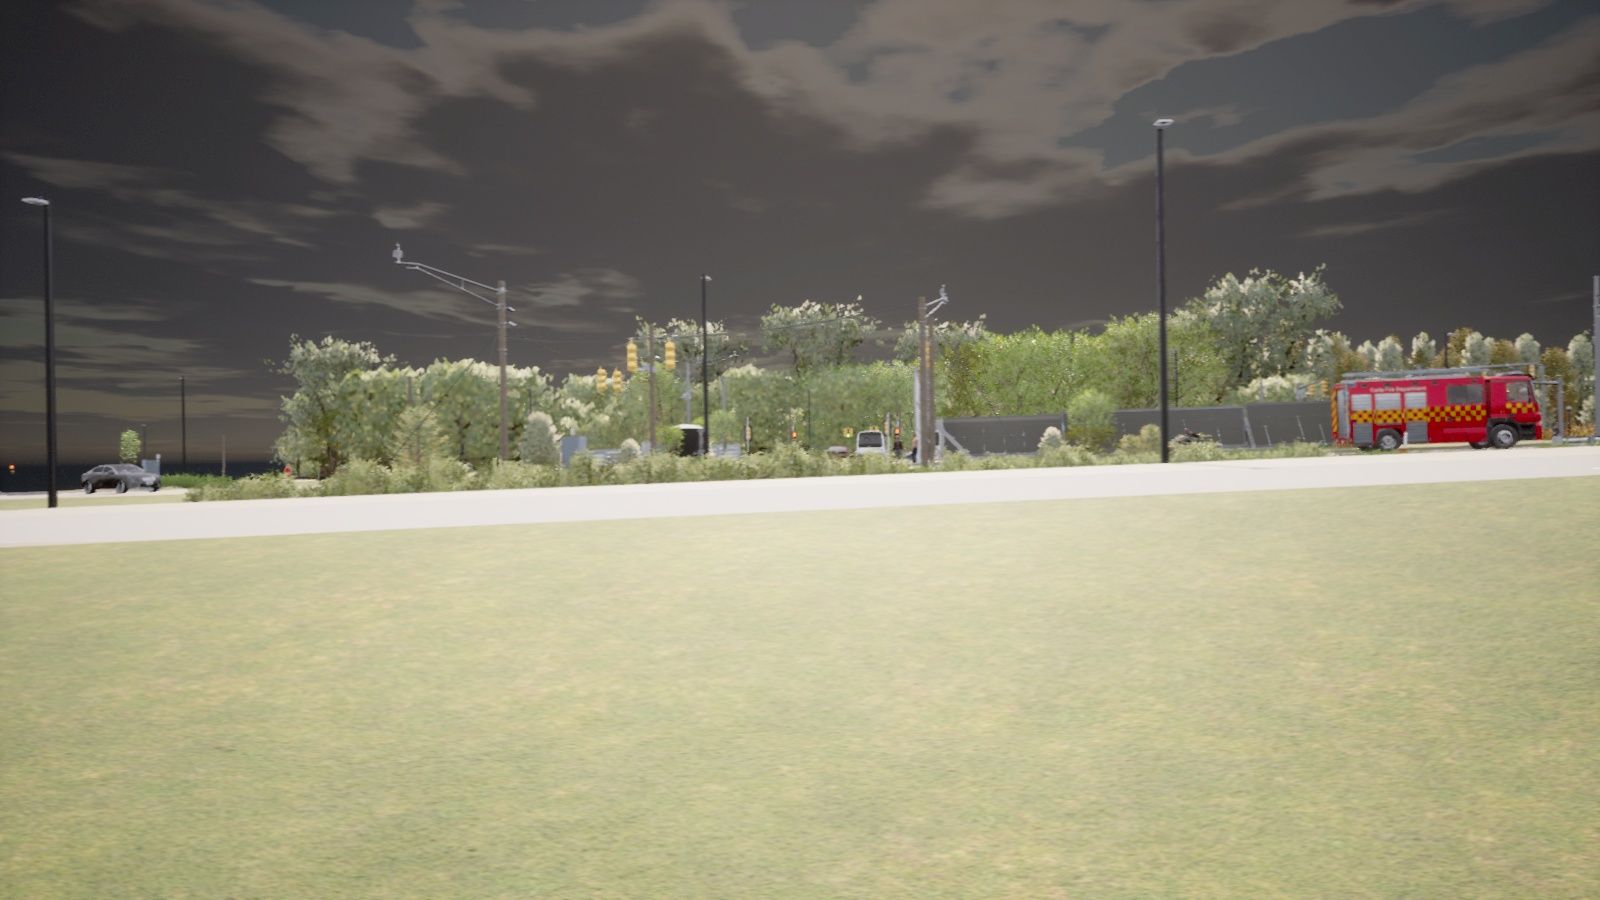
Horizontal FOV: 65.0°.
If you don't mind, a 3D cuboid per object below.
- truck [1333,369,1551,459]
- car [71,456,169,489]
[{"bbox_3d":[29.669,-1.622,58.358,8.468,3.827,2.891,-2,0,7],"label":"truck"},{"bbox_3d":[-34.608,1.149,63.876,4.902,1.511,2.128,-2,0,31],"label":"car"}]
